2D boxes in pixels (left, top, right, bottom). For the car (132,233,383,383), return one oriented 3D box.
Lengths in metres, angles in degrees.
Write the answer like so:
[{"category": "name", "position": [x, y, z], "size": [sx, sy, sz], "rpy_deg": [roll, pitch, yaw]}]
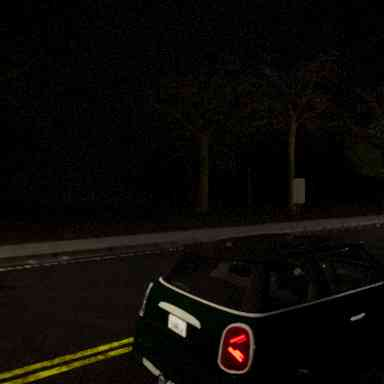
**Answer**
[{"category": "car", "position": [1.580, 1.355, 4.566], "size": [4.553, 1.767, 2.097], "rpy_deg": [0, 0, -36]}]
